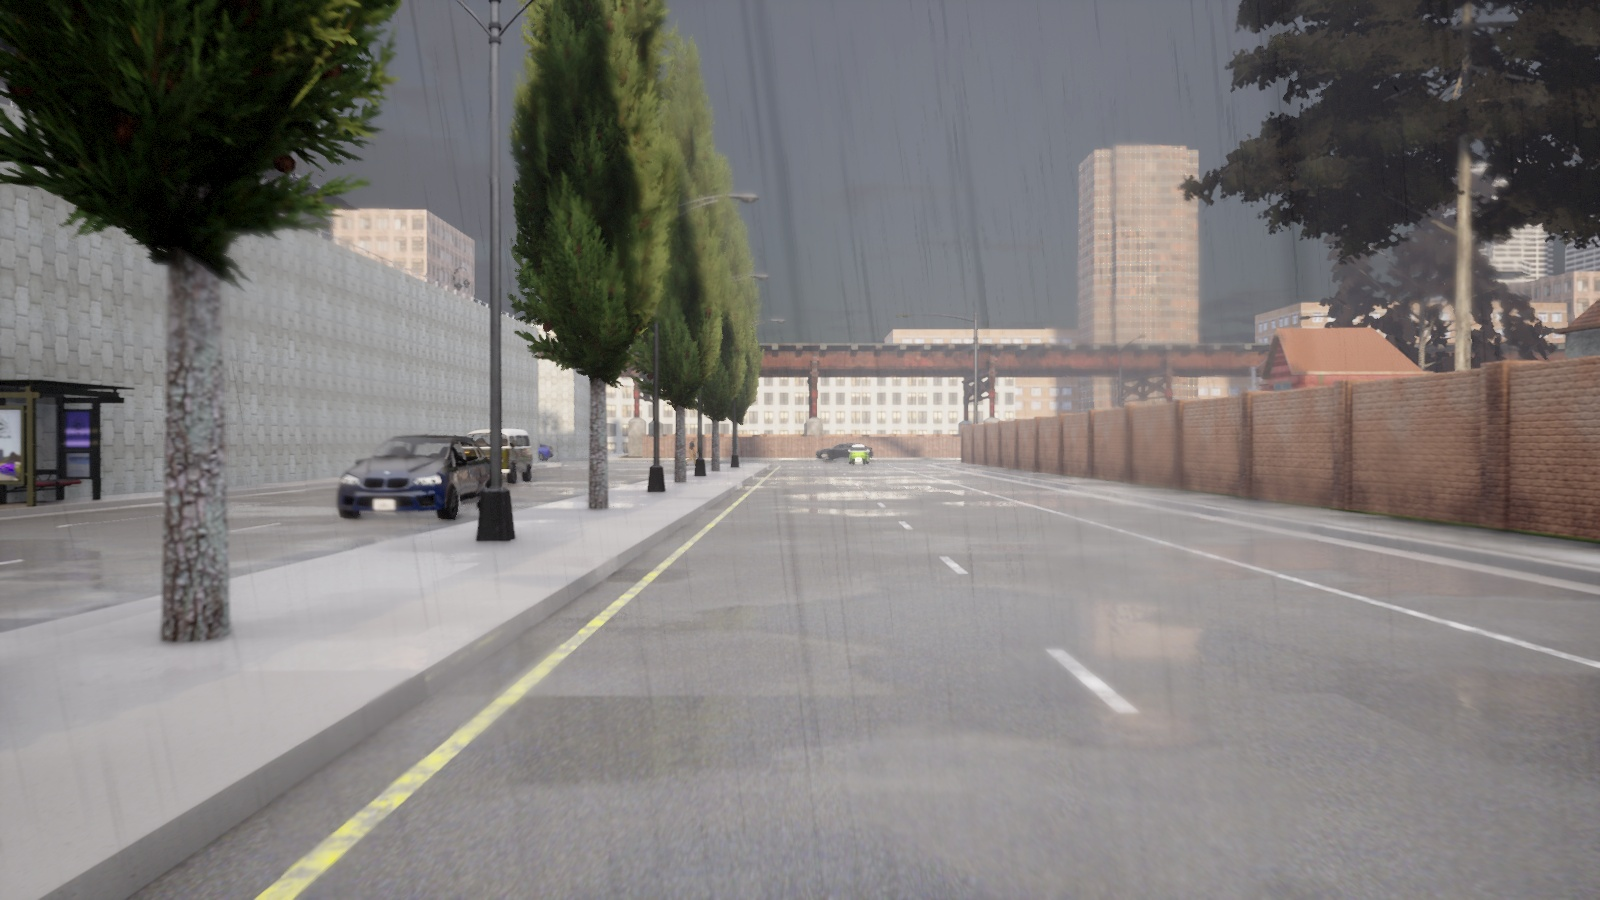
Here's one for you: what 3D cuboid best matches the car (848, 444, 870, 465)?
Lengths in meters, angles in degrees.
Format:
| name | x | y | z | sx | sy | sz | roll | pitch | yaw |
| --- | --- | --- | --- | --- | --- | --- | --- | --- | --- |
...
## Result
| name | x | y | z | sx | sy | sz | roll | pitch | yaw |
| --- | --- | --- | --- | --- | --- | --- | --- | --- | --- |
| car | 4.129 | 0.312 | 87.364 | 1.481 | 1.376 | 2.207 | 0 | 1 | 5 |

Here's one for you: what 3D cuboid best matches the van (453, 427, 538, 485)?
| name | x | y | z | sx | sy | sz | roll | pitch | yaw |
| --- | --- | --- | --- | --- | --- | --- | --- | --- | --- |
| van | -11.220 | 0.198 | 46.606 | 2.069 | 2.038 | 4.480 | 0 | 0 | 0 |

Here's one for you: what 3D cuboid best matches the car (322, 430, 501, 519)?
| name | x | y | z | sx | sy | sz | roll | pitch | yaw |
| --- | --- | --- | --- | --- | --- | --- | --- | --- | --- |
| car | -7.838 | 0.439 | 25.873 | 2.242 | 1.667 | 4.611 | 0 | 0 | 0 |
